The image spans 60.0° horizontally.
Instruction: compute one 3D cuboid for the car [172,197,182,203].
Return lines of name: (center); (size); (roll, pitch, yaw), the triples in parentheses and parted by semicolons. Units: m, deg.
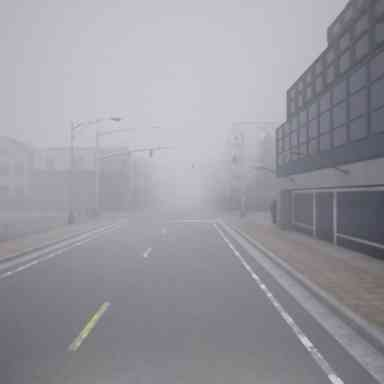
car: (-3.538, 2.051, 79.067); (1.837, 1.490, 4.892); (0, -1, 0)
